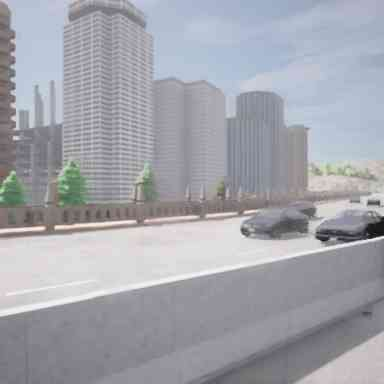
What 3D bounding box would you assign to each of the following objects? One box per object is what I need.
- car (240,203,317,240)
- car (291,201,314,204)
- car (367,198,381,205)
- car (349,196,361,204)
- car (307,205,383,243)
[{"bbox_3d":[4.447,1.539,17.335,1.812,1.442,4.674,0,0,45],"label":"car"},{"bbox_3d":[8.951,1.517,27.605,1.837,1.490,4.892,0,0,38],"label":"car"},{"bbox_3d":[28.010,1.574,51.172,1.895,1.301,4.718,0,0,31],"label":"car"},{"bbox_3d":[31.029,1.521,63.123,2.033,1.411,5.357,0,0,30],"label":"car"},{"bbox_3d":[7.651,1.544,15.524,2.033,1.411,5.357,0,0,45],"label":"car"}]
